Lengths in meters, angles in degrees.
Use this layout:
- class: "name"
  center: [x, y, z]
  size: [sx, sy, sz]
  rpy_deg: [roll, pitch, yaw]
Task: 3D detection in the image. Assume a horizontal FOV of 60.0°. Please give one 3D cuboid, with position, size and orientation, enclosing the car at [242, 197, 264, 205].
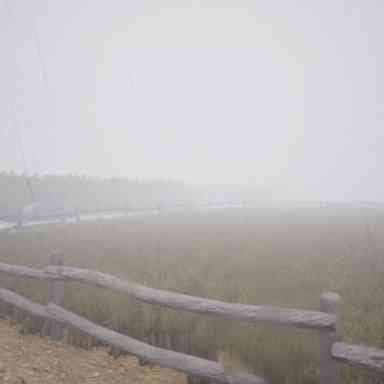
- class: "car"
  center: [8.910, 1.489, 47.303]
  size: [2.128, 1.511, 4.902]
  rpy_deg: [0, 0, 36]

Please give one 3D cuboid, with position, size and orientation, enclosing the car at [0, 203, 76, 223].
- class: "car"
  center: [-11.194, 1.545, 24.564]
  size: [2.033, 1.411, 5.357]
  rpy_deg: [0, 0, 35]

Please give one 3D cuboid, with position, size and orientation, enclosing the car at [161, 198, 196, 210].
- class: "car"
  center: [-1.477, 1.491, 38.222]
  size: [2.128, 1.511, 4.902]
  rpy_deg: [0, 0, 36]
